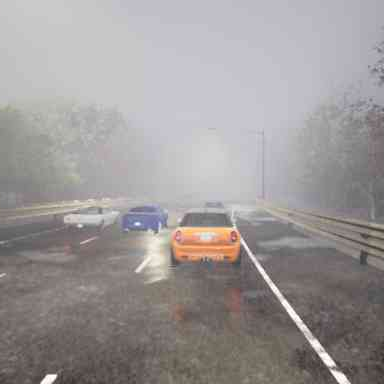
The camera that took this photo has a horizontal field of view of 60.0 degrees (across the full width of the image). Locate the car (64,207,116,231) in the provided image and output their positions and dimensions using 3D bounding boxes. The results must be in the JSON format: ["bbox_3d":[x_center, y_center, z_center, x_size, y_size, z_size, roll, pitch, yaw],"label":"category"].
[{"bbox_3d":[-5.941,1.548,20.407,1.895,1.301,4.718,0,0,5],"label":"car"}]

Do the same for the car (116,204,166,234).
[{"bbox_3d":[-2.529,1.438,19.052,1.882,1.535,5.008,0,0,4],"label":"car"}]

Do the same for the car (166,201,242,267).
[{"bbox_3d":[0.497,1.335,11.549,2.097,1.767,4.553,0,0,3],"label":"car"}]

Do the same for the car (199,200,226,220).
[{"bbox_3d":[1.884,1.502,28.868,2.033,1.411,5.357,0,0,6],"label":"car"}]
